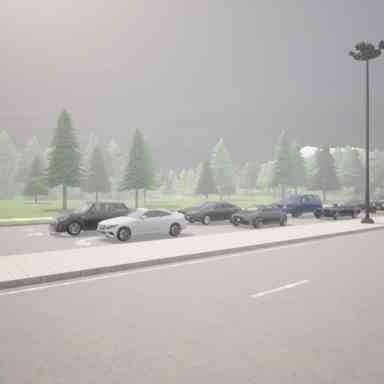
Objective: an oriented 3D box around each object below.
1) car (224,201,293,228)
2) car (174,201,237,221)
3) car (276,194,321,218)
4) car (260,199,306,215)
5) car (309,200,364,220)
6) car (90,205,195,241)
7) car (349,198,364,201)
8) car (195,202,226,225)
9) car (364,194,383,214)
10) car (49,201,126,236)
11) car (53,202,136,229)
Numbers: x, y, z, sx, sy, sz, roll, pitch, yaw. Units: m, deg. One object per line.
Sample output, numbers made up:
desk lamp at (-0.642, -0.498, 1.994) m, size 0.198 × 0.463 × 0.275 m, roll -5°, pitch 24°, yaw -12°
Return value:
car at (4.469, 1.564, 22.119) m, size 4.181 × 1.385 × 1.994 m, roll 0°, pitch 0°, yaw -39°
car at (1.271, 1.547, 28.496) m, size 5.357 × 1.411 × 2.033 m, roll 0°, pitch 0°, yaw -38°
car at (9.853, 1.221, 30.760) m, size 5.566 × 2.045 × 2.150 m, roll 0°, pitch 0°, yaw -37°
car at (9.655, 1.491, 35.038) m, size 4.902 × 1.511 × 2.128 m, roll 0°, pitch 0°, yaw -38°
car at (12.295, 1.600, 28.219) m, size 4.718 × 1.301 × 1.895 m, roll 0°, pitch 0°, yaw -38°
car at (-2.392, 1.526, 16.741) m, size 4.674 × 1.442 × 1.812 m, roll 0°, pitch 0°, yaw -38°
car at (18.422, 1.505, 37.357) m, size 4.892 × 1.490 × 1.837 m, roll 0°, pitch 0°, yaw -37°
car at (1.640, 1.504, 24.340) m, size 4.892 × 1.490 × 1.837 m, roll 0°, pitch 0°, yaw -38°
car at (20.607, 1.221, 34.623) m, size 5.566 × 2.045 × 2.150 m, roll 0°, pitch 0°, yaw -38°
car at (-5.548, 1.352, 18.716) m, size 4.553 × 1.767 × 2.097 m, roll 0°, pitch 0°, yaw -38°
car at (-6.471, 1.477, 22.436) m, size 5.008 × 1.535 × 1.882 m, roll 0°, pitch 0°, yaw -38°
